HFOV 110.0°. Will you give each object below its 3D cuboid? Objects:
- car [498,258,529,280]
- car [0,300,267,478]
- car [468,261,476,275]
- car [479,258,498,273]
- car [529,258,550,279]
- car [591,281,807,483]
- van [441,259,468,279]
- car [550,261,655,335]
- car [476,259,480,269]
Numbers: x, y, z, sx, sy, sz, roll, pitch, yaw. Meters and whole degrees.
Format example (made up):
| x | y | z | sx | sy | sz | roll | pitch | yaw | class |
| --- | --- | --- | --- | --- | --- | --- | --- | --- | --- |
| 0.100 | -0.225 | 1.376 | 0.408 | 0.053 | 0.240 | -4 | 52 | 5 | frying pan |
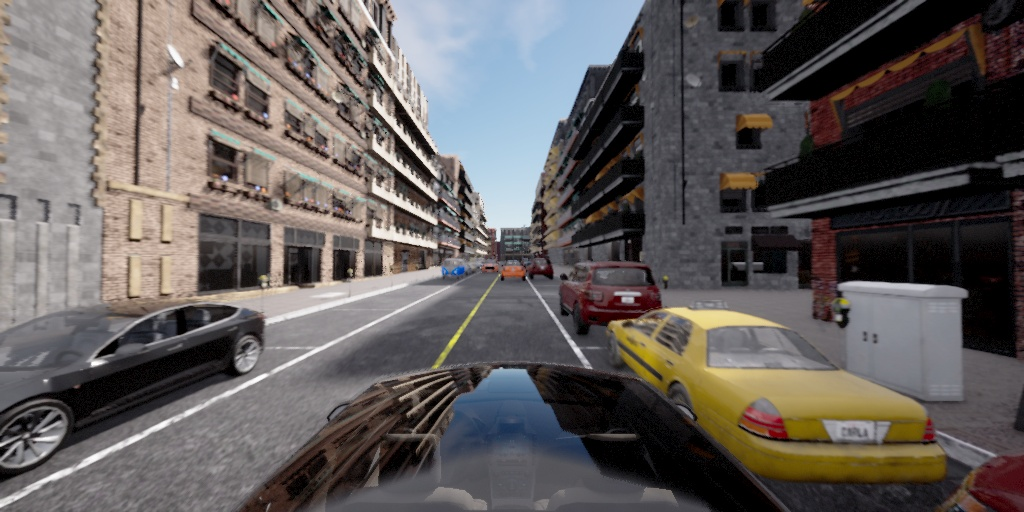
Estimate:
| x | y | z | sx | sy | sz | roll | pitch | yaw | class |
| --- | --- | --- | --- | --- | --- | --- | --- | --- | --- |
| 0.101 | 1.156 | 31.412 | 2.097 | 1.767 | 4.553 | 0 | 0 | 0 | car |
| -5.313 | 1.317 | 4.787 | 1.948 | 1.339 | 4.313 | 0 | 0 | 0 | car |
| -5.311 | 1.385 | 38.156 | 2.007 | 1.370 | 4.403 | 0 | 0 | 0 | car |
| -2.746 | 1.235 | 46.278 | 2.097 | 1.767 | 4.553 | 0 | 0 | 0 | car |
| 2.569 | 1.123 | 32.625 | 2.192 | 1.841 | 5.009 | 0 | 0 | 0 | car |
| 2.568 | 1.277 | 5.000 | 1.751 | 1.417 | 4.829 | 0 | 0 | 0 | car |
| -5.312 | 1.149 | 32.591 | 1.690 | 1.789 | 3.998 | 0 | 0 | 0 | van |
| 2.568 | 1.069 | 10.394 | 2.192 | 1.841 | 5.009 | 0 | 0 | 0 | car |
| -5.311 | 1.388 | 43.547 | 1.751 | 1.417 | 4.829 | 0 | 0 | 0 | car |
